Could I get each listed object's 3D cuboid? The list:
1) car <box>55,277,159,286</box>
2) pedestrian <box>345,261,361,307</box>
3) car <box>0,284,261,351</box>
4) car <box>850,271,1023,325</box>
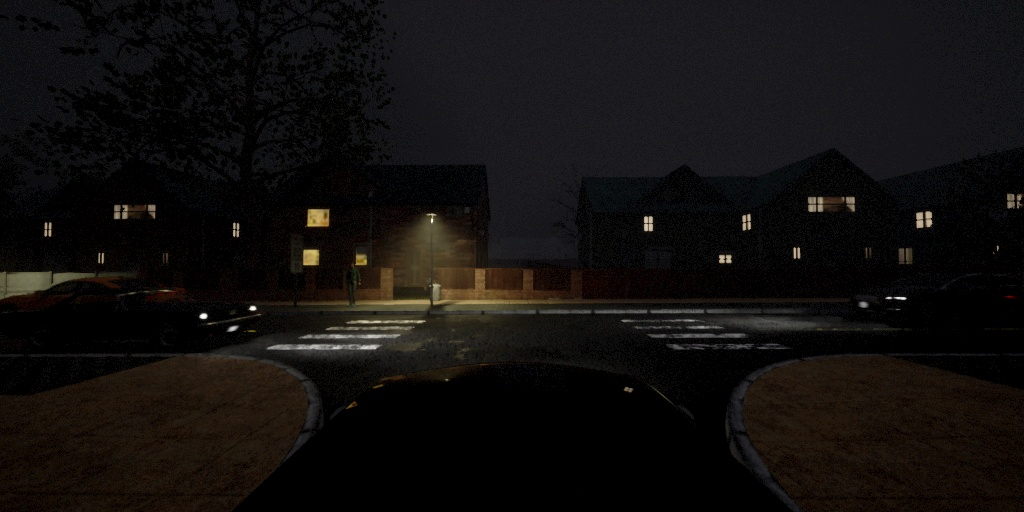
[{"bbox_3d":[-13.638,1.448,11.766,5.008,1.535,1.882,-1,-1,2],"label":"car"},{"bbox_3d":[-6.455,1.113,14.464,0.375,1.860,0.375,0,-1,2],"label":"pedestrian"},{"bbox_3d":[-8.903,1.446,8.667,4.718,1.301,1.895,-1,-1,2],"label":"car"},{"bbox_3d":[13.251,1.211,10.938,4.902,1.511,2.128,0,-1,2],"label":"car"}]
